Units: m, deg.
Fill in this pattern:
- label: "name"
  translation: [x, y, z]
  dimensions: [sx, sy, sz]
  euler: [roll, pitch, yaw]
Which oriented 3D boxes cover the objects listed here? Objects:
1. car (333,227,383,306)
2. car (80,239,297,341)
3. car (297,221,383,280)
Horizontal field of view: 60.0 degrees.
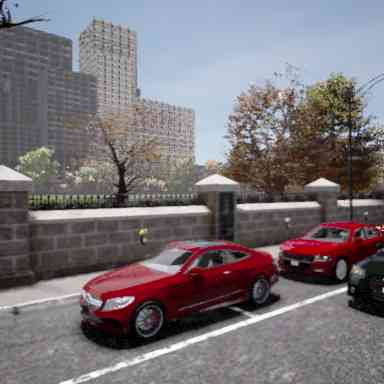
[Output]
- label: "car"
  translation: [5.152, 1.590, 7.136]
  dimensions: [4.181, 1.385, 1.994]
  euler: [0, -1, -37]
- label: "car"
  translation: [-0.026, 1.646, 6.597]
  dimensions: [4.206, 1.307, 1.802]
  euler: [0, -1, -37]
- label: "car"
  translation: [4.462, 1.603, 9.994]
  dimensions: [4.507, 1.381, 1.887]
  euler: [0, -1, -37]
